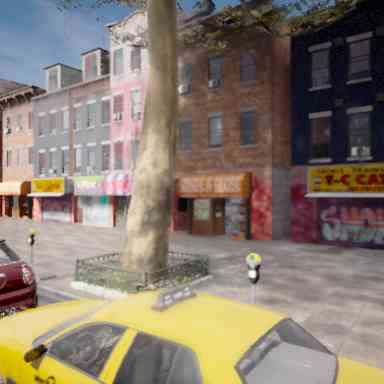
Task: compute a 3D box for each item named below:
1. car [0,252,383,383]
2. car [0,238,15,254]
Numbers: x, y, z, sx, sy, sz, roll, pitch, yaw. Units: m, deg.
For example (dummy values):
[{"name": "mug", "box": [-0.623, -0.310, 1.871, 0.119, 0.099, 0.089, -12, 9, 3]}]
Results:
[{"name": "car", "box": [-0.366, 1.533, 3.070, 4.829, 1.417, 1.752, 0, 0, 36]}, {"name": "car", "box": [-4.741, 1.468, 6.192, 4.097, 1.590, 1.967, 0, 0, 36]}]
